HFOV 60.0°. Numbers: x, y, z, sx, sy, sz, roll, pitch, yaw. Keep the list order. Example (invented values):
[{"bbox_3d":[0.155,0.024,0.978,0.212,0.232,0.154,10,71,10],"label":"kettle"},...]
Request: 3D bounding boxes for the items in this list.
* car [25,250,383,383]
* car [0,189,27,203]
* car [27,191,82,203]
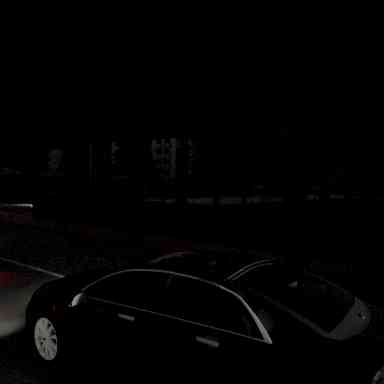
[{"bbox_3d":[-0.131,1.490,4.076,4.892,1.490,1.837,1,0,36],"label":"car"},{"bbox_3d":[-19.463,0.419,35.495,2.128,1.511,4.902,2,1,38],"label":"car"},{"bbox_3d":[-14.531,0.595,36.158,2.033,1.411,5.357,2,1,38],"label":"car"}]
